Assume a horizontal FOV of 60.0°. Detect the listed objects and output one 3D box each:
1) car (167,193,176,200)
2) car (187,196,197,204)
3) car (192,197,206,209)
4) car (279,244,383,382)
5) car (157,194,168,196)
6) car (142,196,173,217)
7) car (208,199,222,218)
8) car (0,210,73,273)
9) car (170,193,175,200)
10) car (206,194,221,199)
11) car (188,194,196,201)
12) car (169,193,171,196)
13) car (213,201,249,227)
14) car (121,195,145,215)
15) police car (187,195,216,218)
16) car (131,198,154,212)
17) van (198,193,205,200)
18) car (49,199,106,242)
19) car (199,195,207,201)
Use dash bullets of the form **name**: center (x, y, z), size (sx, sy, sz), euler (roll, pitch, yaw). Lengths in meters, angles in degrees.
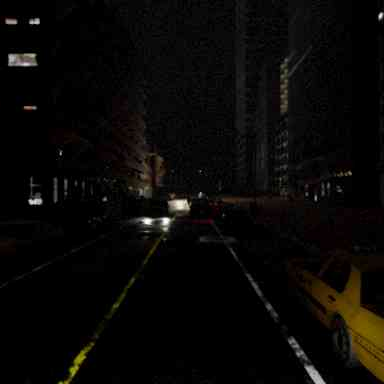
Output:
- **car**: center (-5.686, 1.192, 94.423), size (2.192, 1.841, 5.009), euler (1, 0, 0)
- **car**: center (-0.008, 1.513, 64.498), size (1.895, 1.301, 4.718), euler (0, 0, 0)
- **car**: center (0.894, 1.441, 45.273), size (1.837, 1.490, 4.892), euler (0, 0, 0)
- **car**: center (2.701, 1.517, 5.480), size (1.752, 1.417, 4.829), euler (1, 0, 0)
- **car**: center (-5.685, 1.474, 55.436), size (2.008, 1.369, 4.403), euler (1, 0, 0)
- **car**: center (-3.102, 1.432, 30.982), size (1.882, 1.535, 5.008), euler (0, 0, 0)
- **car**: center (2.698, 1.510, 27.587), size (2.008, 1.369, 4.403), euler (1, 0, 0)
- **car**: center (-5.680, 1.509, 10.708), size (1.752, 1.417, 4.829), euler (1, 0, 0)
- **car**: center (-5.688, 1.446, 77.713), size (2.008, 1.369, 4.403), euler (1, 0, 0)
- **car**: center (2.698, 1.384, 38.726), size (1.967, 1.590, 4.097), euler (1, 0, 0)
- **car**: center (-0.008, 1.224, 76.686), size (1.882, 1.535, 5.008), euler (0, 0, 0)
- **car**: center (-5.686, 1.435, 66.405), size (1.752, 1.417, 4.829), euler (1, 0, 0)
- **car**: center (2.699, 1.518, 22.019), size (2.008, 1.369, 4.403), euler (1, 0, 0)
- **car**: center (-5.679, 1.267, 33.156), size (2.192, 1.841, 5.009), euler (1, 0, 0)
- **police car**: center (0.681, 1.382, 29.369), size (1.930, 1.638, 5.238), euler (0, 0, -3)
- **car**: center (-5.684, 1.489, 38.726), size (1.887, 1.381, 4.507), euler (1, 0, 0)
- **van**: center (2.693, 1.218, 94.424), size (1.690, 1.788, 3.998), euler (1, 0, 0)
- **car**: center (-5.677, 1.290, 16.449), size (2.192, 1.841, 5.009), euler (1, 0, 0)
- **car**: center (2.692, 1.414, 83.453), size (1.752, 1.417, 4.829), euler (1, 0, 0)
